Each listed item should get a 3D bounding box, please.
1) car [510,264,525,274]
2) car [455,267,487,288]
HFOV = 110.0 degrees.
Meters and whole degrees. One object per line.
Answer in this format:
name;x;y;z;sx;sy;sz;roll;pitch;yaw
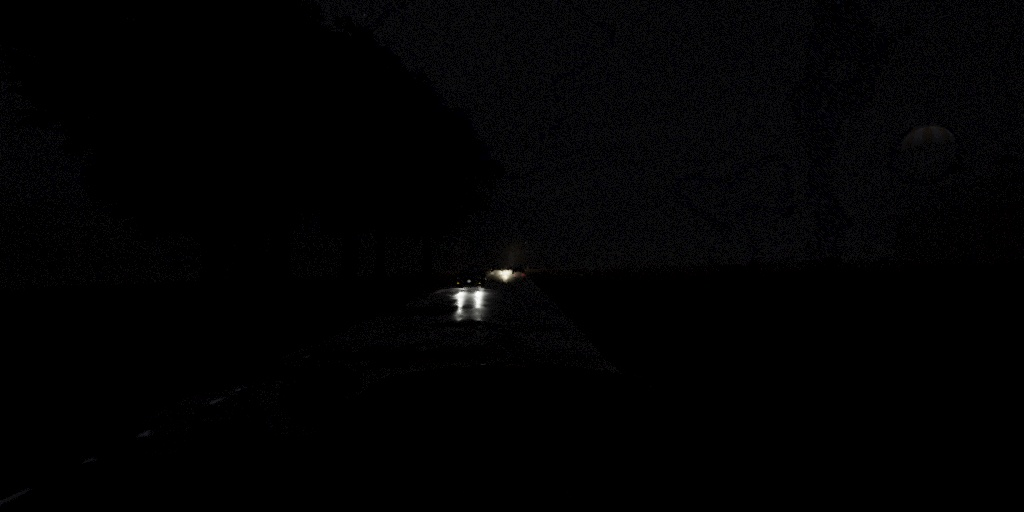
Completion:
car;0.983;2.028;56.746;1.812;1.442;4.674;0;-1;0
car;-2.836;1.489;25.624;1.994;1.385;4.181;0;-1;0
